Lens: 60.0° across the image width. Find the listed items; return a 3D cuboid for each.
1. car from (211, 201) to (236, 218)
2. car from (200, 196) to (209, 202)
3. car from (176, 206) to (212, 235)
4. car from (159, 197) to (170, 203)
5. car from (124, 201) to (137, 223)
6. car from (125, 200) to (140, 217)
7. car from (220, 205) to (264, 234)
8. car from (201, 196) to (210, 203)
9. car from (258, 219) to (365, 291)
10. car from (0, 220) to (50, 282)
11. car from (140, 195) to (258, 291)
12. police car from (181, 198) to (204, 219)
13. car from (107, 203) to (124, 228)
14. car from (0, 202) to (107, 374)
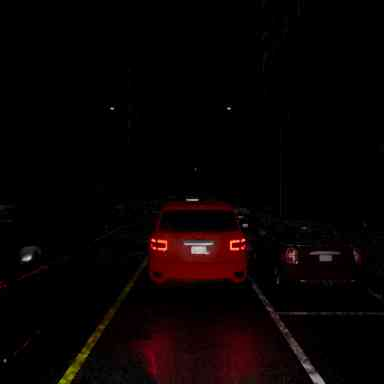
[{"bbox_3d":[2.870,1.570,31.054,1.947,1.339,4.313,0,0,0],"label":"car"},{"bbox_3d":[2.948,1.617,78.961,2.008,1.369,4.403,0,0,0],"label":"car"},{"bbox_3d":[0.109,1.602,19.903,1.895,1.301,4.718,0,0,0],"label":"car"},{"bbox_3d":[-5.602,1.626,68.161,1.802,1.307,4.206,0,0,0],"label":"car"},{"bbox_3d":[-5.659,1.584,25.557,1.802,1.307,4.206,0,0,0],"label":"car"},{"bbox_3d":[-5.656,1.444,31.058,1.967,1.590,4.097,0,0,0],"label":"car"},{"bbox_3d":[2.864,1.552,20.051,2.008,1.369,4.403,0,0,0],"label":"car"},{"bbox_3d":[2.936,1.580,73.723,1.752,1.417,4.829,0,0,0],"label":"car"},{"bbox_3d":[2.858,1.440,9.048,1.967,1.590,4.097,0,0,0],"label":"car"},{"bbox_3d":[-5.667,1.582,9.053,1.802,1.307,4.206,0,0,0],"label":"car"},{"bbox_3d":[0.108,1.221,9.133,2.150,2.045,5.566,0,0,-1],"label":"car"},{"bbox_3d":[0.015,1.428,30.166,1.930,1.638,5.238,0,0,0],"label":"police car"},{"bbox_3d":[-5.661,1.567,20.056,1.947,1.339,4.313,0,0,0],"label":"car"},{"bbox_3d":[-3.101,1.221,4.906,2.150,2.045,5.566,0,0,0],"label":"car"}]
